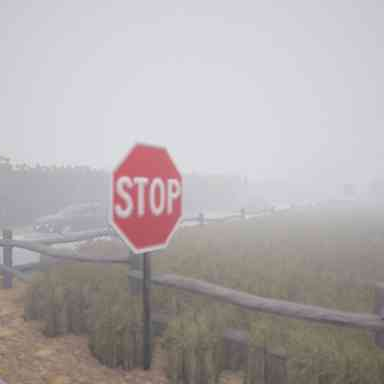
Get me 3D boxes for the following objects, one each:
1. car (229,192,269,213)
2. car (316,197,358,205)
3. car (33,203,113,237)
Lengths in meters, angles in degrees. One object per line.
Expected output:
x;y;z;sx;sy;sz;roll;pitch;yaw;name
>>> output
5.917;1.059;33.804;2.150;2.045;5.566;1;0;36;car
18.002;1.311;41.214;4.718;1.301;1.895;-1;1;-7;car
-5.829;1.387;17.542;1.837;1.490;4.892;1;1;36;car
